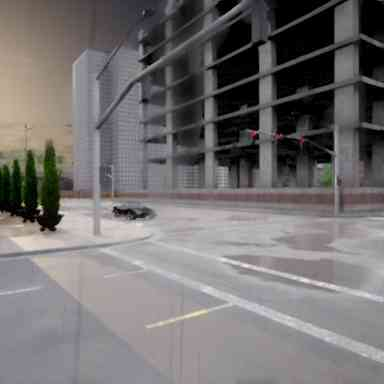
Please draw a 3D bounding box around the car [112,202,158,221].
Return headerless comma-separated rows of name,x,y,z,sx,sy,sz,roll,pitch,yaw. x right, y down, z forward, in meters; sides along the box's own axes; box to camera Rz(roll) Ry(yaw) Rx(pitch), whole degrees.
car,-4.840,1.521,27.277,2.033,1.411,5.357,0,0,-35
